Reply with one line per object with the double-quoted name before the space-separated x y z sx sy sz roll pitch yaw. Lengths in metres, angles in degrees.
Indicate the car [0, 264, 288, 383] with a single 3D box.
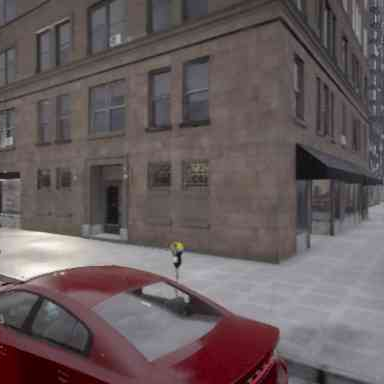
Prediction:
"car" -1.268 1.514 3.684 4.507 1.381 1.887 0 1 35
